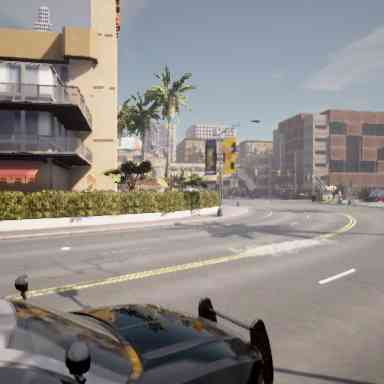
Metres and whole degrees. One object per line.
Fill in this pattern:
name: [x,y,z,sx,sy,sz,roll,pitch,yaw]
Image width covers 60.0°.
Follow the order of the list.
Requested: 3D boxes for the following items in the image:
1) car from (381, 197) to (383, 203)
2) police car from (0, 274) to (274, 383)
car: [36.845,1.216,67.530,2.185,1.767,4.553,0,0,-11]
police car: [-1.551,1.416,2.173,5.238,1.638,1.930,0,0,-36]
